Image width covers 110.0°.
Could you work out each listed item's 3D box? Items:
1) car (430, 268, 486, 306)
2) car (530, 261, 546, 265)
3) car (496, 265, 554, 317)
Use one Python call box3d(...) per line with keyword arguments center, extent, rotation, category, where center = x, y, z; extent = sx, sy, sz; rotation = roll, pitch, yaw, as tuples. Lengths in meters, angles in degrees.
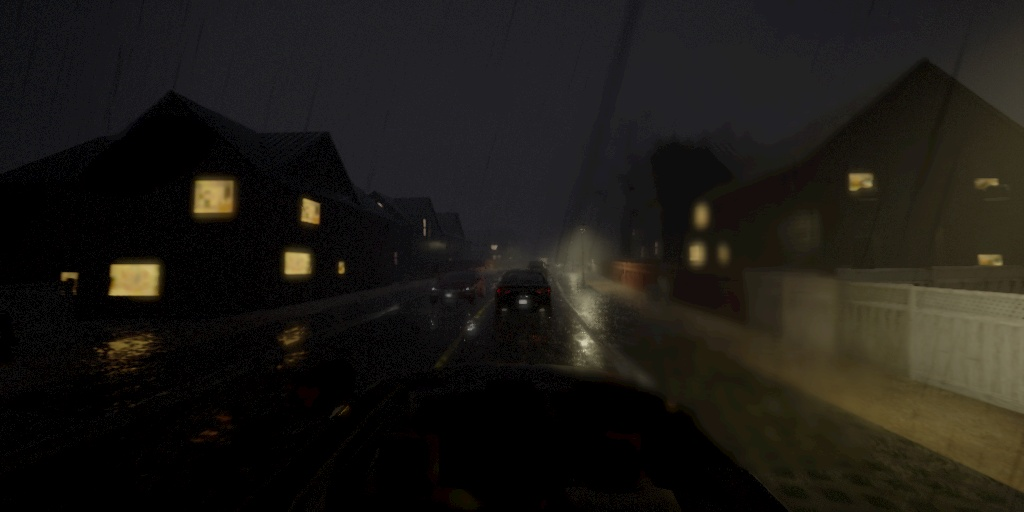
box3d(center=(-2.289, 1.311, 16.338), extent=(1.812, 1.442, 4.674), rotation=(0, 0, 4), category="car")
box3d(center=(2.493, 1.296, 34.020), extent=(1.837, 1.490, 4.892), rotation=(0, 0, 8), category="car")
box3d(center=(0.498, 1.256, 13.429), extent=(1.882, 1.535, 5.008), rotation=(0, 0, 3), category="car")
